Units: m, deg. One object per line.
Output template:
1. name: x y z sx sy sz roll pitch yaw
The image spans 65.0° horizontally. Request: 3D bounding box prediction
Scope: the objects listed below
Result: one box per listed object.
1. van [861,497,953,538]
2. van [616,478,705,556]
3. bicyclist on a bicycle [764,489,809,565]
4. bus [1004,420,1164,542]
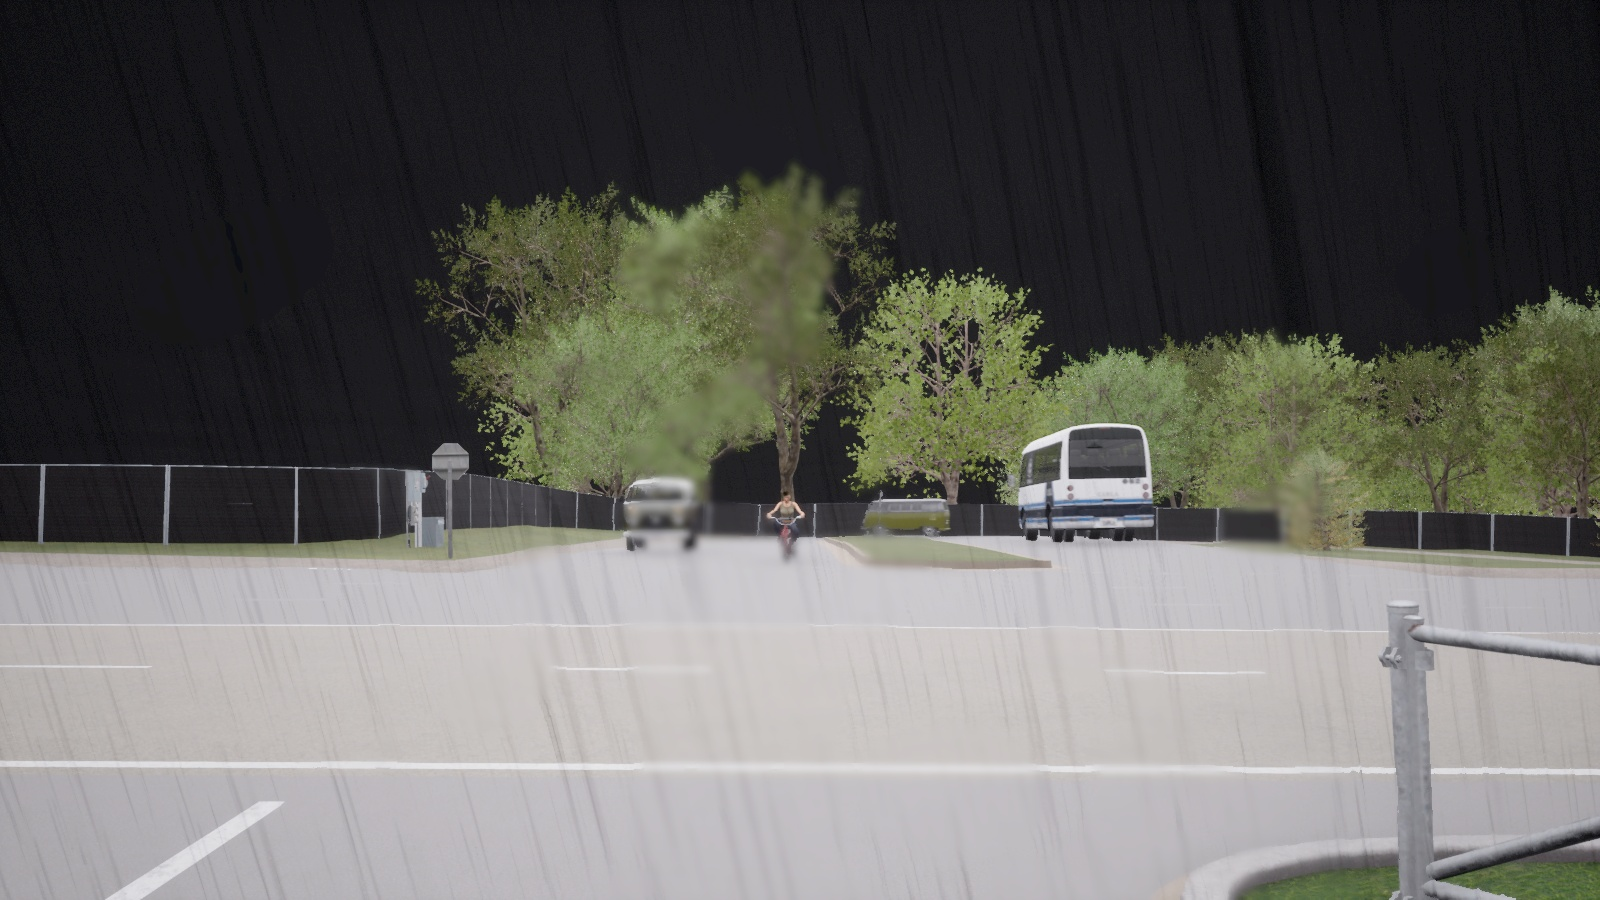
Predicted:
1. van: 5.548 3.485 64.926 4.442 1.987 1.775 -2 -3 17
2. van: -3.872 1.869 35.604 2.069 2.038 4.480 -1 -2 -1
3. bicyclist on a bicycle: -0.282 1.685 27.741 0.866 1.612 1.509 -2 -2 2
4. bus: 10.977 1.419 50.010 3.944 4.253 10.273 -2 -4 0
